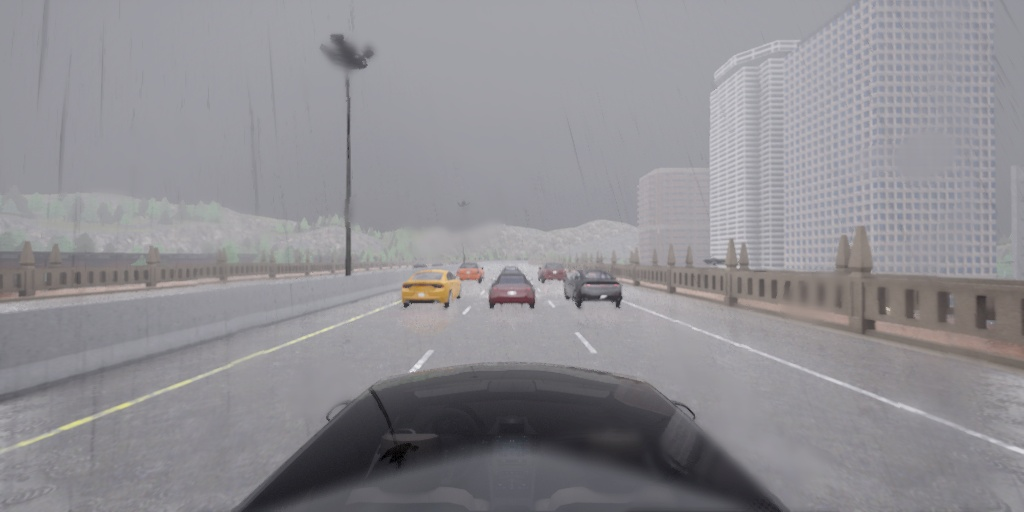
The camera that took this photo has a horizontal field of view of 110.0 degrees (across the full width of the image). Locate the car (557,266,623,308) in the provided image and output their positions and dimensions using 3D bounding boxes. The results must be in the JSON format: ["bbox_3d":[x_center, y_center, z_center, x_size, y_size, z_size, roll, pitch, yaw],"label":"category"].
[{"bbox_3d":[3.502,1.376,16.141,2.128,1.511,4.902,0,0,0],"label":"car"}]

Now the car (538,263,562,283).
[{"bbox_3d":[3.437,1.373,31.114,2.097,1.767,4.553,0,-1,-1],"label":"car"}]

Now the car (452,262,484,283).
[{"bbox_3d":[-3.562,1.372,31.007,2.097,1.767,4.553,0,-1,-1],"label":"car"}]

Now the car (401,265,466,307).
[{"bbox_3d":[-3.497,1.363,16.318,1.882,1.535,5.008,0,0,0],"label":"car"}]

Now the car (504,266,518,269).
[{"bbox_3d":[-0.065,1.589,31.296,1.994,1.385,4.181,0,0,-1],"label":"car"}]

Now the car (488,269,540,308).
[{"bbox_3d":[0.003,1.448,16.135,1.994,1.385,4.181,0,0,0],"label":"car"}]
